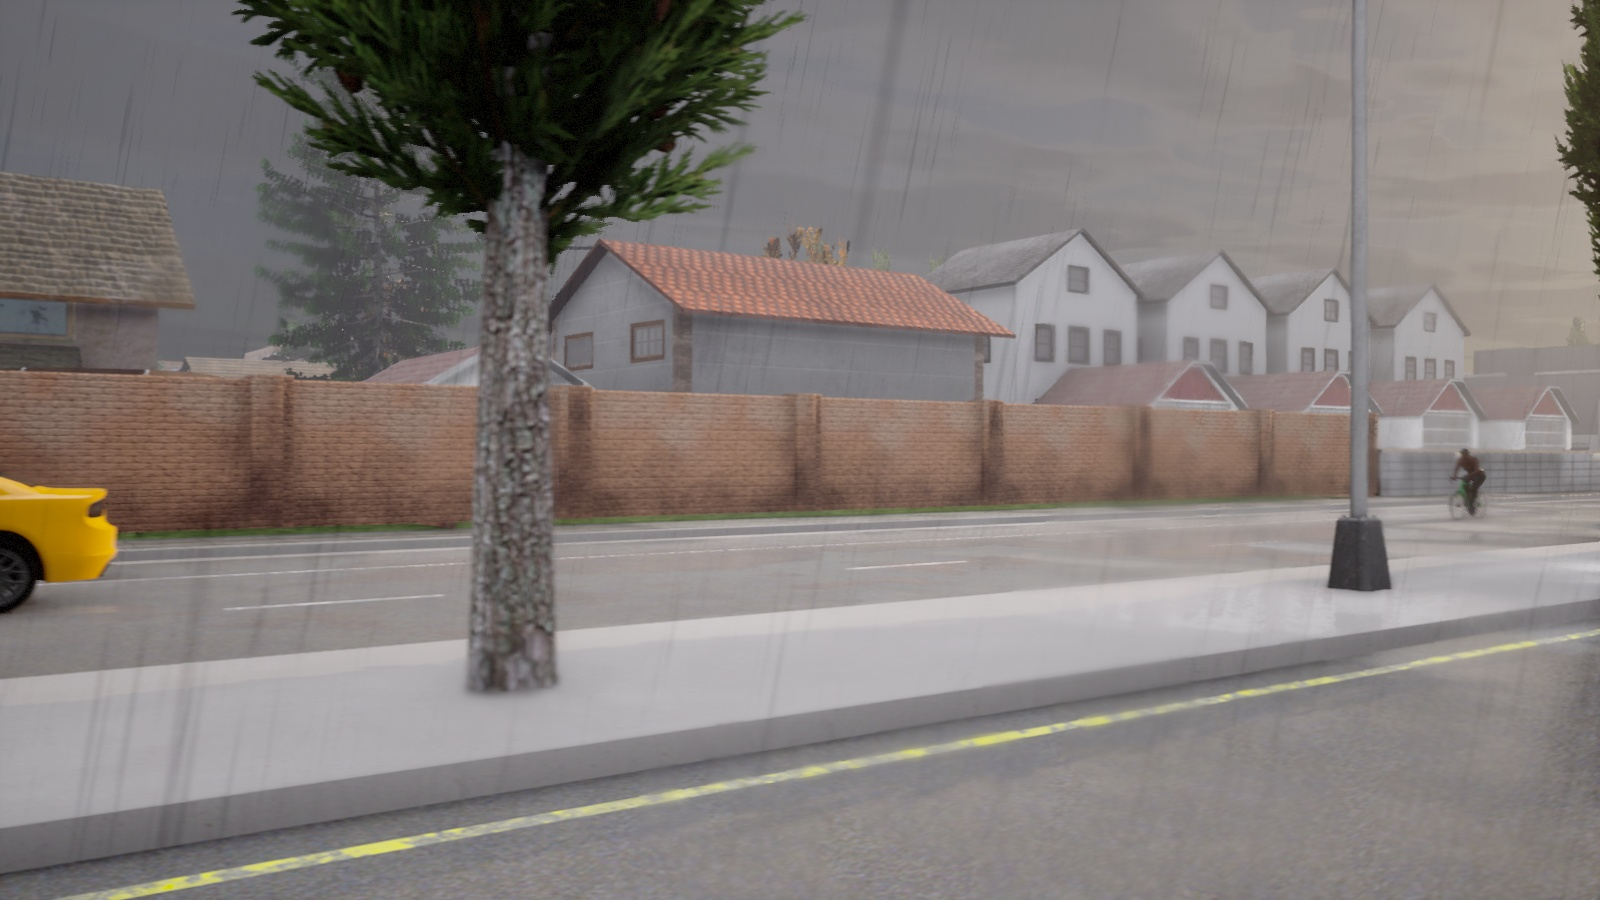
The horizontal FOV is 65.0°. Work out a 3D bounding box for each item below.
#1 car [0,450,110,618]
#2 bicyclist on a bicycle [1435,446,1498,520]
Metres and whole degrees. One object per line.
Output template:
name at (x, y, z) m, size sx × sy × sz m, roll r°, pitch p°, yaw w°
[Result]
car at (-9.158, 0.770, 11.287) m, size 5.008 × 1.535 × 1.882 m, roll 0°, pitch 0°, yaw -35°
bicyclist on a bicycle at (15.021, 0.726, 28.296) m, size 1.656 × 1.620 × 0.582 m, roll 0°, pitch 0°, yaw -36°
